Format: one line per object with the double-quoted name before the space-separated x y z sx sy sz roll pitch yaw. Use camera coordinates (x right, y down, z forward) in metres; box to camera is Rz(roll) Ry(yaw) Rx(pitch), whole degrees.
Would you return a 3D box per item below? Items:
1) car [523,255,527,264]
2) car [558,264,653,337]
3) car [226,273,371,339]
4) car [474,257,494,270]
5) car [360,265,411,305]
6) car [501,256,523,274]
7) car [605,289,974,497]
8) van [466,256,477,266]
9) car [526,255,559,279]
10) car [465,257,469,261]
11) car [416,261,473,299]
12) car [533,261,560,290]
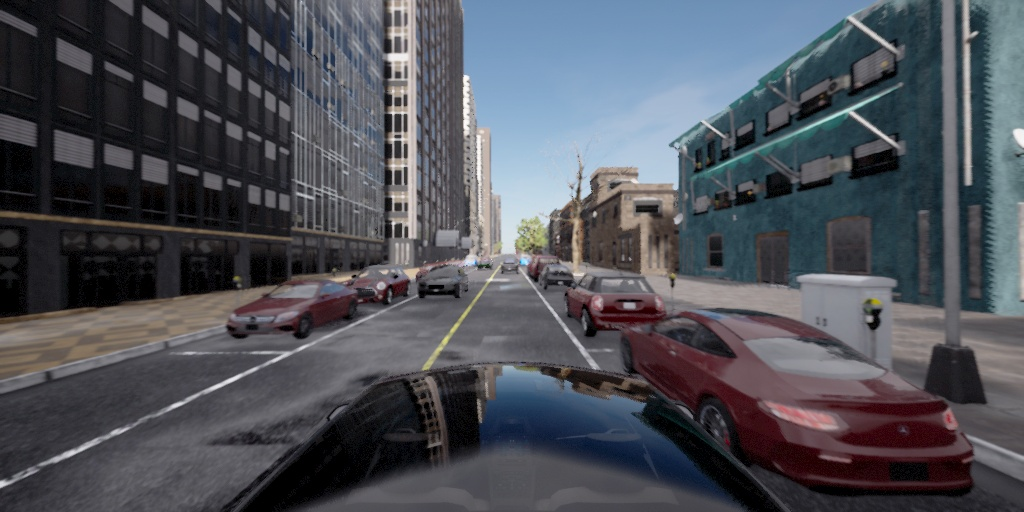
"car" 2.444 0.884 32.253 2.192 1.841 5.009 0 0 0
"car" 2.635 1.134 10.066 1.967 1.591 4.097 0 0 0
"car" -5.745 1.318 9.994 1.802 1.307 4.207 0 0 0
"car" -3.369 1.120 45.823 1.895 1.301 4.718 0 0 0
"car" -5.792 1.147 15.539 1.967 1.591 4.097 0 0 0
"car" -0.215 1.042 37.477 2.128 1.511 4.902 0 0 0
"car" 2.683 1.305 4.518 1.802 1.307 4.207 0 0 0
"van" -6.129 0.809 54.365 1.690 1.789 3.998 0 0 0
"car" 2.492 0.917 26.704 2.192 1.841 5.009 0 0 0
"car" -5.985 1.123 37.726 1.888 1.381 4.507 0 0 0
"car" -3.218 1.189 17.512 1.837 1.490 4.892 0 0 0
"car" 2.540 1.185 21.158 2.007 1.370 4.403 0 0 0
